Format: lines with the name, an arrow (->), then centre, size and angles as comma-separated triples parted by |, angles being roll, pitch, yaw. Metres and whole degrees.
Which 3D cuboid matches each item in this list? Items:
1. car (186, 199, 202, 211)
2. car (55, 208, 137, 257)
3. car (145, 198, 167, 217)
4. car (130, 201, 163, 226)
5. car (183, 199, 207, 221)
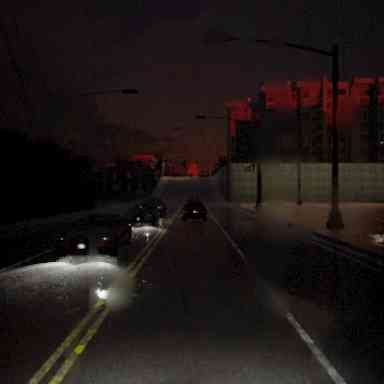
car -> 0.278, 1.536, 41.695 | 1.895, 1.301, 4.718 | 0, 0, 0
car -> -3.540, 1.543, 12.652 | 1.994, 1.385, 4.181 | 0, 0, 0
car -> -3.429, 1.306, 29.489 | 2.097, 1.767, 4.553 | 0, 0, 1
car -> -3.400, 1.528, 23.095 | 1.994, 1.385, 4.181 | 0, 0, 0
car -> 0.216, 1.506, 26.832 | 2.033, 1.411, 5.357 | 0, 0, 0
